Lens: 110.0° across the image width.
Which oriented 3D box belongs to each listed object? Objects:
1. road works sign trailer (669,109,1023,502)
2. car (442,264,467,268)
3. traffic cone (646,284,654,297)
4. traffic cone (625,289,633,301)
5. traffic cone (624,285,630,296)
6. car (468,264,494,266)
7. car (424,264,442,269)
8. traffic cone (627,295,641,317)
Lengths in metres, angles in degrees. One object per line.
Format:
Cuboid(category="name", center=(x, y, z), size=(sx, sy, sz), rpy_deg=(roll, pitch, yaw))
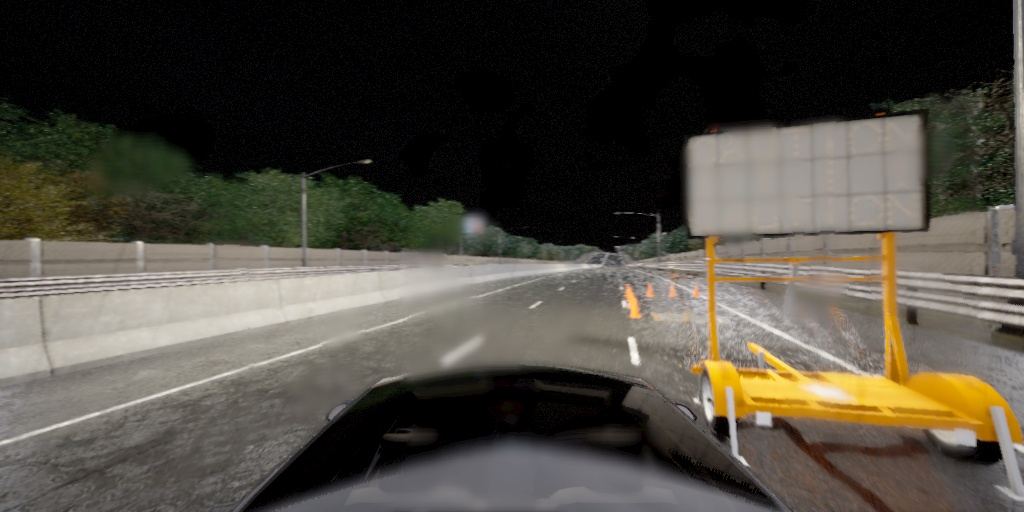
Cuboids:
Cuboid(category="road works sign trailer", center=(3.470, 0.157, 4.446), size=(2.380, 3.560, 2.880), rpy_deg=(0, 0, 16))
Cuboid(category="car", center=(-6.649, 1.760, 45.592), size=(1.837, 1.490, 4.892), rpy_deg=(-1, -1, 16))
Cuboid(category="traffic cone", center=(6.582, 1.620, 17.077), size=(0.340, 0.580, 0.340), rpy_deg=(0, 0, 16))
Cuboid(category="traffic cone", center=(4.520, 1.649, 13.508), size=(0.340, 0.580, 0.340), rpy_deg=(0, 0, 16))
Cuboid(category="traffic cone", center=(5.070, 1.644, 15.430), size=(0.340, 0.580, 0.340), rpy_deg=(0, 0, 16))
Cuboid(category="car", center=(-3.251, 1.686, 44.743), size=(2.128, 1.511, 4.902), rpy_deg=(-1, -2, 17))
Cuboid(category="car", center=(-10.046, 1.820, 46.427), size=(1.837, 1.490, 4.892), rpy_deg=(-1, -1, 17))
Cuboid(category="traffic cone", center=(3.969, 1.655, 11.585), size=(0.340, 0.580, 0.340), rpy_deg=(0, 0, 16))
